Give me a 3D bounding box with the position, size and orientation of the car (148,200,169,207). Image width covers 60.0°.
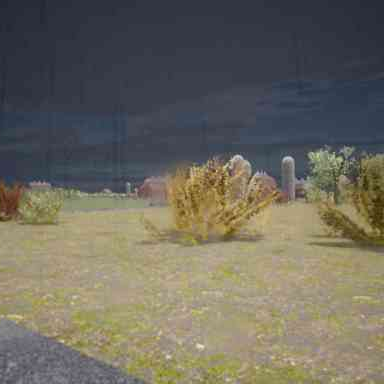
[{"bbox_3d":[-6.193,2.105,61.853,1.994,1.385,4.181,-1,-1,36],"label":"car"}]
